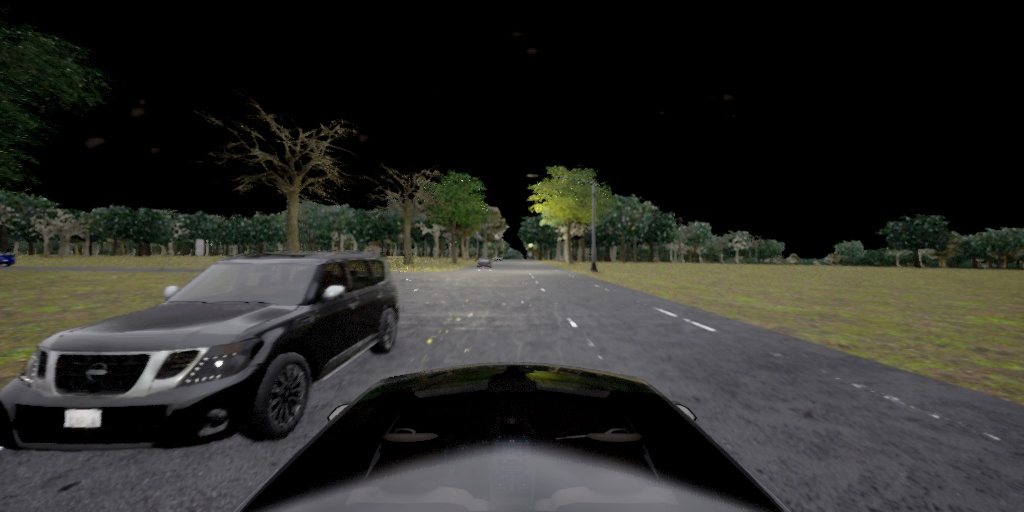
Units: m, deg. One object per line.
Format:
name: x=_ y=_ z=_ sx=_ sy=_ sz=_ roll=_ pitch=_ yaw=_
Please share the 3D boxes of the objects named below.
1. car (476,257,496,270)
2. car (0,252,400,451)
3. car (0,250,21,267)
car: x=-3.565 y=1.005 z=46.972 sx=2.033 sy=1.411 sz=5.357 roll=0 pitch=0 yaw=0
car: x=-3.509 y=0.955 z=5.689 sx=2.150 sy=2.045 sz=5.566 roll=0 pitch=0 yaw=0
car: x=-49.074 y=0.226 z=33.006 sx=5.008 sy=1.535 sz=1.882 roll=0 pitch=-1 yaw=0
